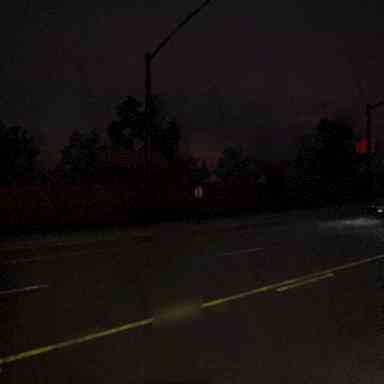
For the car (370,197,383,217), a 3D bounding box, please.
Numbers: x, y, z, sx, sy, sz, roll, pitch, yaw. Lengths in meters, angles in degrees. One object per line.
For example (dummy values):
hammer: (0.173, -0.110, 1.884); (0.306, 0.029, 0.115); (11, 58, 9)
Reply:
car: (13.946, 0.849, 22.535); (4.902, 1.511, 2.128); (-3, 1, -35)
